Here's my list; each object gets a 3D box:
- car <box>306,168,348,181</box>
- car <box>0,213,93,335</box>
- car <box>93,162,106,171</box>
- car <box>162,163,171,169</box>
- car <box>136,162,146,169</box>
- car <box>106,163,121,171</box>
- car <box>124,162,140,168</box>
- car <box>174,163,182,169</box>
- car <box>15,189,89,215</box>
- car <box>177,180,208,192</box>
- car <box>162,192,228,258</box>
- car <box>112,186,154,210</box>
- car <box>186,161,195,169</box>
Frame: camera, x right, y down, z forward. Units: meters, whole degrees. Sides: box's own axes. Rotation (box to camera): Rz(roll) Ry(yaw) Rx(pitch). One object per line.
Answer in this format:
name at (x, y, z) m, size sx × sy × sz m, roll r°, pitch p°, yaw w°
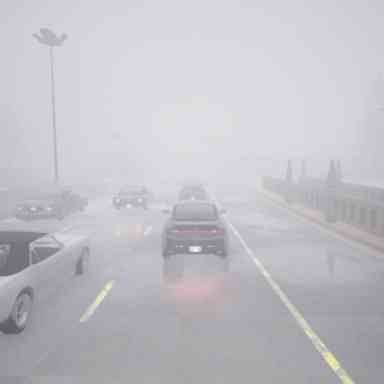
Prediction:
car at (18.137, -2.404, 44.132) m, size 4.553 × 1.767 × 2.097 m, roll 0°, pitch 6°, yaw 2°
car at (-3.405, 1.375, 6.260) m, size 1.895 × 1.301 × 4.718 m, roll 0°, pitch 3°, yaw 0°
car at (-21.376, -5.986, 77.836) m, size 2.150 × 2.045 × 5.566 m, roll 0°, pitch 6°, yaw 0°
car at (-7.461, -7.301, 93.556) m, size 1.812 × 1.442 × 4.674 m, roll 0°, pitch 6°, yaw 0°
car at (-14.463, -7.540, 93.933) m, size 2.097 × 1.767 × 4.553 m, roll 0°, pitch 6°, yaw 0°
car at (-17.876, -5.678, 77.917) m, size 2.033 × 1.411 × 5.357 m, roll 0°, pitch 6°, yaw 0°
car at (-14.376, -5.990, 77.874) m, size 2.150 × 2.045 × 5.566 m, roll 0°, pitch 6°, yaw 0°
car at (-3.961, -7.303, 93.574) m, size 1.812 × 1.442 × 4.674 m, roll 0°, pitch 6°, yaw 0°
car at (-6.948, 0.552, 17.053) m, size 2.033 × 1.411 × 5.357 m, roll 0°, pitch 6°, yaw 0°
car at (0.025, -0.080, 22.936) m, size 1.837 × 1.490 × 4.892 m, roll 0°, pitch 6°, yaw -1°
car at (0.078, 1.021, 10.751) m, size 1.837 × 1.490 × 4.892 m, roll 0°, pitch 4°, yaw 0°
car at (-3.465, 0.264, 20.475) m, size 1.895 × 1.301 × 4.718 m, roll 0°, pitch 6°, yaw 0°
car at (-0.454, -7.489, 92.348) m, size 2.150 × 2.045 × 5.566 m, roll 0°, pitch 6°, yaw 0°
